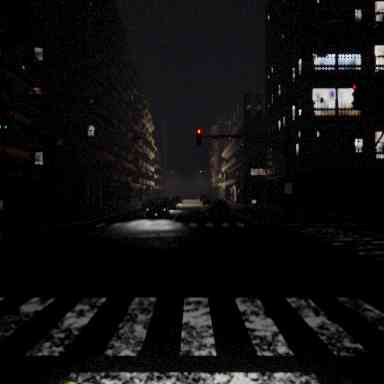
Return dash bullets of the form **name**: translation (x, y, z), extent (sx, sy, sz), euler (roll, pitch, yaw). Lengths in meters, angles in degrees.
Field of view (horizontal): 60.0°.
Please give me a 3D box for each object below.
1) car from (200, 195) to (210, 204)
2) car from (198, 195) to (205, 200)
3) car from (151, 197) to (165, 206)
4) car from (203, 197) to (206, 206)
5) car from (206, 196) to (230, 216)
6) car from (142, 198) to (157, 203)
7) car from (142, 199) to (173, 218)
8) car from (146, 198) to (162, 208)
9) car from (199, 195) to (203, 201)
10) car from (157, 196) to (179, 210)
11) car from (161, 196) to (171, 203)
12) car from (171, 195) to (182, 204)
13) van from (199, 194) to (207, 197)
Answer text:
- **car**: translation (2.728, 1.616, 55.415), extent (1.802, 1.307, 4.206), euler (0, 0, 0)
- **car**: translation (2.752, 1.621, 94.155), extent (1.887, 1.381, 4.507), euler (0, 0, 0)
- **car**: translation (-5.652, 1.600, 55.422), extent (1.947, 1.339, 4.313), euler (0, 0, 0)
- **car**: translation (2.718, 1.573, 38.812), extent (2.008, 1.369, 4.403), euler (0, 0, 0)
- **car**: translation (2.714, 1.459, 33.278), extent (1.967, 1.590, 4.097), euler (0, 0, 0)
- **car**: translation (-5.660, 1.577, 44.352), extent (2.008, 1.369, 4.403), euler (0, 0, 0)
- **car**: translation (-3.078, 1.618, 30.652), extent (1.895, 1.301, 4.718), euler (0, 0, 0)
- **car**: translation (-5.656, 1.612, 49.887), extent (1.802, 1.307, 4.206), euler (0, 0, 0)
- **car**: translation (2.732, 1.621, 60.949), extent (1.802, 1.307, 4.206), euler (0, 0, 0)
- **car**: translation (-3.068, 1.589, 42.989), extent (1.994, 1.385, 4.181), euler (0, 0, 0)
- **car**: translation (-5.642, 1.596, 72.023), extent (1.887, 1.381, 4.507), euler (0, 0, 0)
- **car**: translation (-2.981, 1.392, 62.806), extent (2.097, 1.767, 4.553), euler (0, 0, 0)
- **van**: translation (2.736, 1.386, 66.484), extent (1.690, 1.788, 3.998), euler (0, 0, 0)
